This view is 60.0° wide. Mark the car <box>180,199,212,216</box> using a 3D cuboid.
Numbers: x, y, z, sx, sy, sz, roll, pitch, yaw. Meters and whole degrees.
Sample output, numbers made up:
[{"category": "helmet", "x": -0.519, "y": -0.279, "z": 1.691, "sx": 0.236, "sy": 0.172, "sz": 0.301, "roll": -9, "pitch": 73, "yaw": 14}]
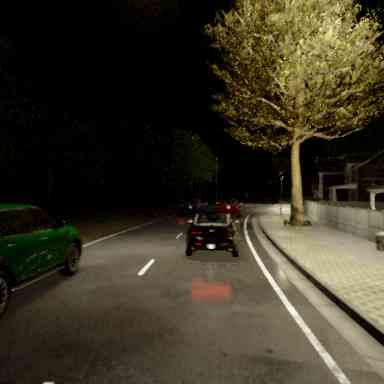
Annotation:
[{"category": "car", "x": 0.322, "y": 1.433, "z": 32.700, "sx": 2.097, "sy": 1.767, "sz": 4.553, "roll": 0, "pitch": 0, "yaw": 13}]

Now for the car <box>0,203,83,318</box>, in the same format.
[{"category": "car", "x": -4.345, "y": 1.237, "z": 7.357, "sx": 2.150, "sy": 2.045, "sz": 5.566, "roll": 0, "pitch": 0, "yaw": 3}]

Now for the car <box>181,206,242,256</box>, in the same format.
[{"category": "car", "x": 0.853, "y": 1.536, "z": 13.311, "sx": 1.837, "sy": 1.490, "sz": 4.892, "roll": 0, "pitch": 0, "yaw": 5}]

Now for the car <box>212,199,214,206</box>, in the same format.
[{"category": "car", "x": 3.285, "y": 1.686, "z": 44.587, "sx": 2.128, "sy": 1.511, "sz": 4.902, "roll": 0, "pitch": -1, "yaw": 18}]

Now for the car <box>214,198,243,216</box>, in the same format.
[{"category": "car", "x": 3.662, "y": 1.429, "z": 31.219, "sx": 2.097, "sy": 1.767, "sz": 4.553, "roll": 0, "pitch": 0, "yaw": 12}]
